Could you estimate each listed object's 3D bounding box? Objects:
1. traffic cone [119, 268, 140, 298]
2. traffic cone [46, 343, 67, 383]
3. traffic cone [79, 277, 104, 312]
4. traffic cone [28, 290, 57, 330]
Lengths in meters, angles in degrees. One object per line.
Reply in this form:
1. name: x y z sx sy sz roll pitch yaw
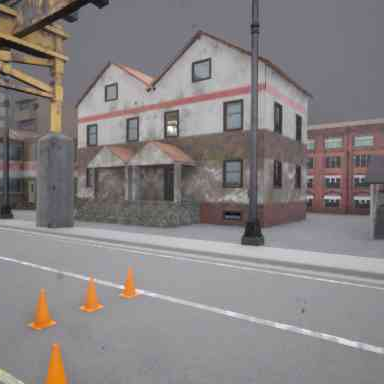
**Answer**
1. traffic cone: -1.355 1.949 7.235 0.340 0.580 0.340 0 0 36
2. traffic cone: -1.488 1.952 3.632 0.340 0.580 0.340 0 0 36
3. traffic cone: -1.940 1.949 6.424 0.340 0.580 0.340 0 0 36
4. traffic cone: -2.525 1.949 5.613 0.340 0.580 0.340 0 0 36
